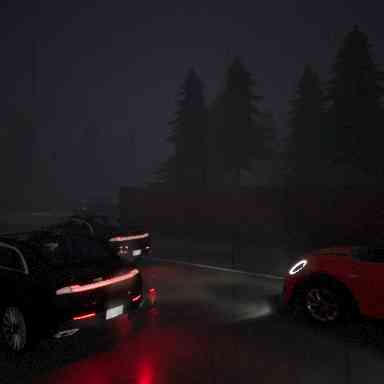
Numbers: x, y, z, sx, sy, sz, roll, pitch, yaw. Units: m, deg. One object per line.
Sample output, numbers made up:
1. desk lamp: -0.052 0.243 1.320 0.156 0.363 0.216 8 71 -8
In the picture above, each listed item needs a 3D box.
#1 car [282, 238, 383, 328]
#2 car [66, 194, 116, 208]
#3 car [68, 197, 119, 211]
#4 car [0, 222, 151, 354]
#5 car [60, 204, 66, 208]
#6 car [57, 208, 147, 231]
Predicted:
1. car: 3.885 1.352 5.521 4.553 1.767 2.097 0 0 36
2. car: -10.527 1.221 36.578 2.150 2.045 5.566 0 0 32
3. car: -8.856 1.547 32.427 2.033 1.411 5.357 0 0 35
4. car: -3.061 1.492 6.147 4.902 1.511 2.128 0 0 36
5. car: -12.947 1.601 39.131 1.895 1.301 4.718 0 0 35
6. car: -3.496 1.492 10.801 4.902 1.511 2.128 0 0 37
